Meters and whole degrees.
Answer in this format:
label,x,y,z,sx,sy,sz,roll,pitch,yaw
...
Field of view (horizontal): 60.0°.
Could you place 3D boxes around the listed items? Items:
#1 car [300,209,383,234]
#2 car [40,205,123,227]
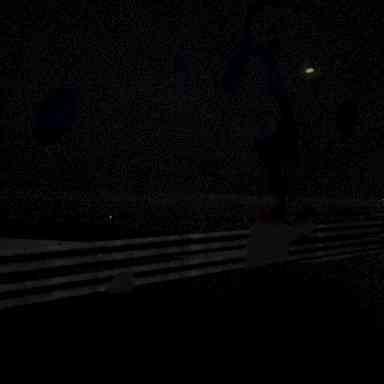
label,x,y,z,sx,sy,sz,roll,pitch,yaw
car,8.837,1.658,18.389,5.357,1.411,2.033,1,0,2
car,-6.603,1.464,19.948,4.718,1.301,1.895,1,0,10
